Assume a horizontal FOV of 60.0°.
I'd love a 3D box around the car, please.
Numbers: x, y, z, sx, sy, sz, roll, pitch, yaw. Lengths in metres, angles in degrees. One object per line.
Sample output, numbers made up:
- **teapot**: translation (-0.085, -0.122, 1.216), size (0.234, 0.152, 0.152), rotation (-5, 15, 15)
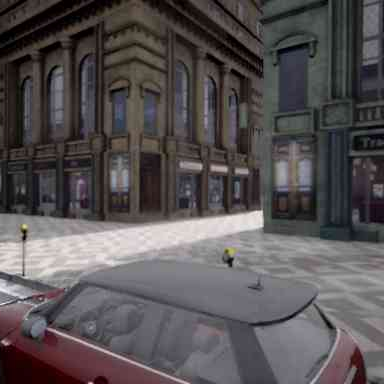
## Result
- **car**: translation (-0.542, 1.430, 3.345), size (4.097, 1.590, 1.967), rotation (0, 0, 35)
